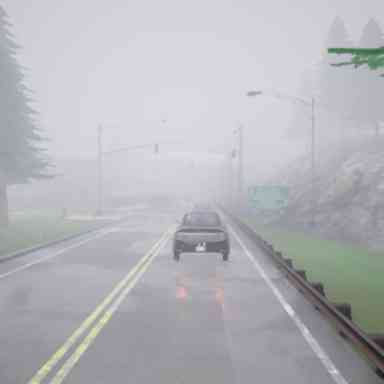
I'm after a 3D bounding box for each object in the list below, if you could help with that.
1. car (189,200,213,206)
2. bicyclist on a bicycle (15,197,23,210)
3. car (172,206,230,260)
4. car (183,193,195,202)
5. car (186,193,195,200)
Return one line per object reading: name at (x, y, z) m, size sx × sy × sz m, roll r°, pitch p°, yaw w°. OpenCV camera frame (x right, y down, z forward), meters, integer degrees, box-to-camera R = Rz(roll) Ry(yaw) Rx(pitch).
car at (0.875, 1.554, 26.888) m, size 1.994 × 1.385 × 4.181 m, roll 0°, pitch 0°, yaw 3°
bicyclist on a bicycle at (-21.949, 1.420, 42.201) m, size 0.582 × 1.620 × 1.656 m, roll 0°, pitch 0°, yaw 2°
car at (0.367, 1.488, 12.395) m, size 2.128 × 1.511 × 4.902 m, roll 0°, pitch 0°, yaw 3°
car at (-0.942, 1.443, 74.477) m, size 1.882 × 1.535 × 5.008 m, roll 0°, pitch 0°, yaw 2°
car at (-0.380, 1.168, 90.079) m, size 2.150 × 2.045 × 5.566 m, roll 0°, pitch 0°, yaw 2°
